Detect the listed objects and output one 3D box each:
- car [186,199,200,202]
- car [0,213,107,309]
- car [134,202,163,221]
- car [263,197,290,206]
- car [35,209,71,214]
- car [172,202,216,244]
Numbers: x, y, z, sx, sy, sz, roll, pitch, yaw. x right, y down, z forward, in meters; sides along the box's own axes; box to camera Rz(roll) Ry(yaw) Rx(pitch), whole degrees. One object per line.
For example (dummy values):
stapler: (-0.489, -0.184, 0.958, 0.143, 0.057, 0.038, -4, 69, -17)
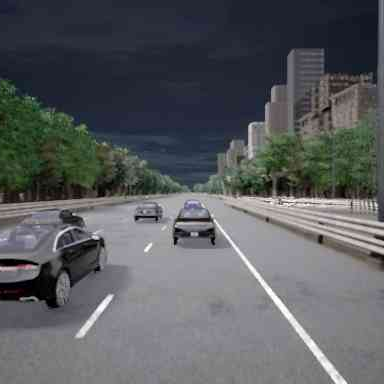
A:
car: (0.098, 1.476, 33.793, 1.812, 1.442, 4.674, 0, 0, 0)
car: (-3.399, 1.481, 7.843, 2.128, 1.511, 4.902, 0, 0, 0)
car: (-3.401, 1.509, 26.598, 2.033, 1.411, 5.357, 0, 0, 0)
car: (13.526, 1.529, 53.393, 2.163, 1.488, 4.792, 0, 1, -29)
car: (-6.901, 1.540, 16.732, 1.994, 1.385, 4.181, 0, 0, 0)
car: (0.099, 1.470, 15.732, 2.128, 1.511, 4.902, 0, 0, 0)
